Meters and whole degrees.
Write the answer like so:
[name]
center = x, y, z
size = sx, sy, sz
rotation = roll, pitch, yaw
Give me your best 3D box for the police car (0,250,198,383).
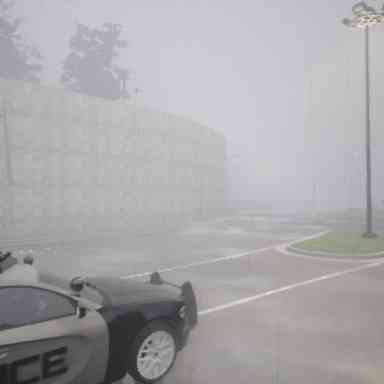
[police car]
center = -2.163, 1.502, 3.749
size = 5.238, 1.638, 1.930
rotation = 1, -1, -41
